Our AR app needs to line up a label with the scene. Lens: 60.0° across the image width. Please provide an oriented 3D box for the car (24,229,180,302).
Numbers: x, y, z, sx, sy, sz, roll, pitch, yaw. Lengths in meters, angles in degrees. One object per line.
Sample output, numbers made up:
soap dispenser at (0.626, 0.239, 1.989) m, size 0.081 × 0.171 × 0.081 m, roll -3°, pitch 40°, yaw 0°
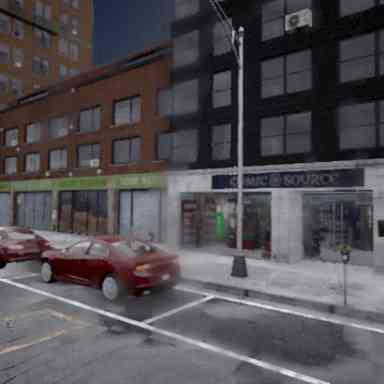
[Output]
car at (-2.377, 1.845, 8.984) m, size 4.507 × 1.381 × 1.887 m, roll -1°, pitch -2°, yaw 37°

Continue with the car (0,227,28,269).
car at (-6.888, 1.951, 12.402) m, size 4.206 × 1.307 × 1.802 m, roll -1°, pitch -2°, yaw 37°
